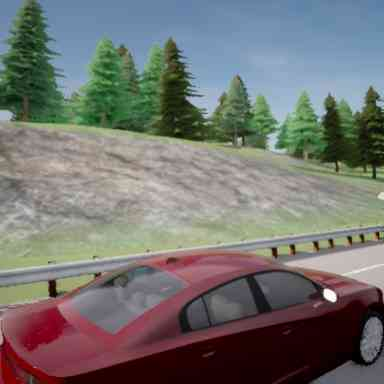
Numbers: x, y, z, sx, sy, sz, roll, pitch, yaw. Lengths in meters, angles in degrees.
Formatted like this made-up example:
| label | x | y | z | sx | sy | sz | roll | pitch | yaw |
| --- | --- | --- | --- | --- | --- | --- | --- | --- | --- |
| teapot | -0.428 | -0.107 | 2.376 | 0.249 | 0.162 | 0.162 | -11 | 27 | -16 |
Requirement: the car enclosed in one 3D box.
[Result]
| label | x | y | z | sx | sy | sz | roll | pitch | yaw |
| --- | --- | --- | --- | --- | --- | --- | --- | --- | --- |
| car | 0.459 | 1.471 | 4.074 | 5.008 | 1.535 | 1.882 | 0 | 0 | -35 |
